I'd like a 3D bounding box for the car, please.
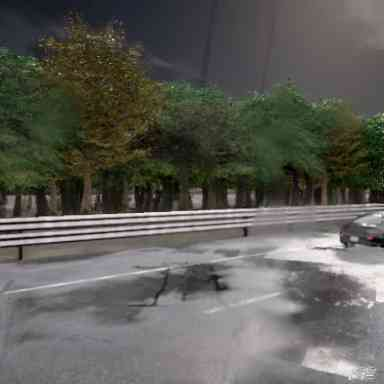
[{"bbox_3d":[7.753,1.510,13.218,4.674,1.442,1.812,0,0,-34],"label":"car"}]
